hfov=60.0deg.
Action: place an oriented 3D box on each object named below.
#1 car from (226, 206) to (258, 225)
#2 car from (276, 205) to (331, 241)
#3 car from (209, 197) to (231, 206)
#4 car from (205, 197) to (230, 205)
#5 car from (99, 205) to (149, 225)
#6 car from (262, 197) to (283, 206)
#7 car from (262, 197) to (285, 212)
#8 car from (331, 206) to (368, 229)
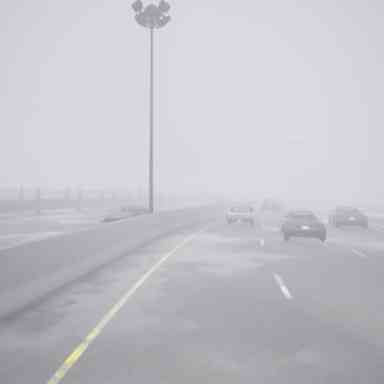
[{"bbox_3d":[3.813,1.677,24.614,1.895,1.301,4.718,0,0,16],"label":"car"},{"bbox_3d":[5.662,1.630,17.403,1.994,1.385,4.181,0,0,11],"label":"car"},{"bbox_3d":[5.148,1.677,60.168,1.837,1.490,4.892,0,-1,34],"label":"car"},{"bbox_3d":[3.950,1.689,51.764,2.033,1.411,5.357,0,0,30],"label":"car"},{"bbox_3d":[-4.193,1.584,22.465,2.033,1.411,5.357,0,0,14],"label":"car"},{"bbox_3d":[14.888,1.753,61.583,1.837,1.490,4.892,0,0,38],"label":"car"},{"bbox_3d":[9.899,1.491,40.198,2.097,1.767,4.553,0,0,25],"label":"car"},{"bbox_3d":[10.621,1.664,22.843,1.994,1.385,4.181,0,0,16],"label":"car"}]
